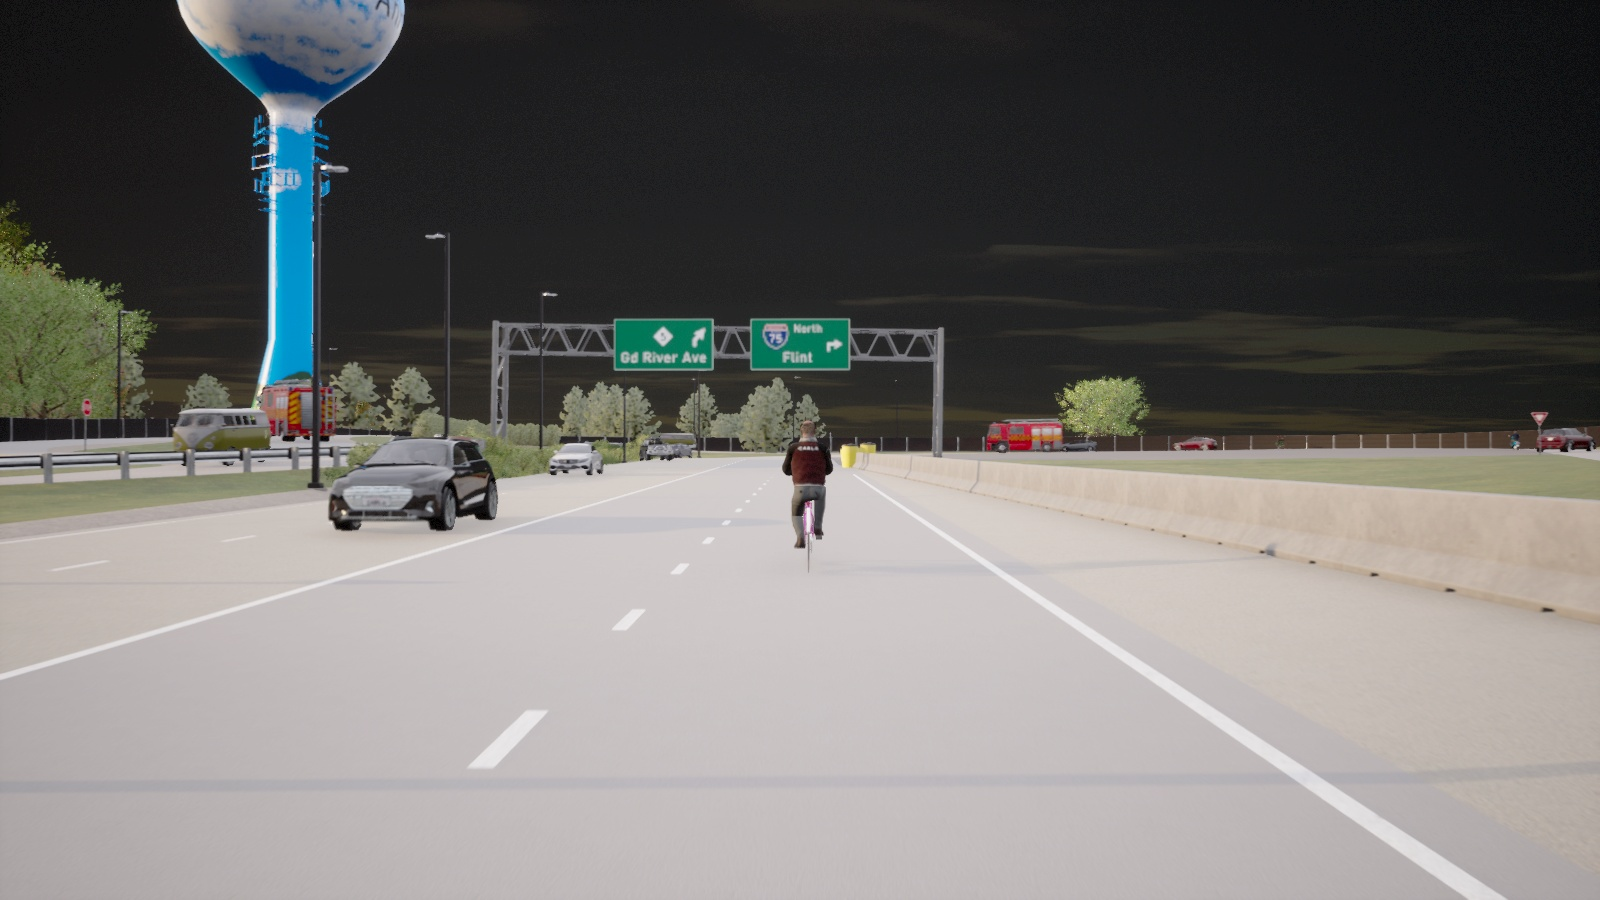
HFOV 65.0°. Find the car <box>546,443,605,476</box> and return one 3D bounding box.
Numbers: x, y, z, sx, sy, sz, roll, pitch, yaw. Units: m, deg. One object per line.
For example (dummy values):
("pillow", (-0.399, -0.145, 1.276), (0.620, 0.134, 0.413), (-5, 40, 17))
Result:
("car", (-10.162, 0.403, 57.213), (1.812, 1.442, 4.674), (0, 0, 0))

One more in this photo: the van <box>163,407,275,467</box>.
("van", (-20.374, -0.502, 44.235), (1.775, 1.987, 4.442), (0, 2, 1))

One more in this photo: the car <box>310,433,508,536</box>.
("car", (-6.857, 0.541, 22.628), (2.033, 1.649, 4.856), (0, 0, 0))

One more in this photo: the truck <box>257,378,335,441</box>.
("truck", (-32.215, -2.557, 80.075), (2.891, 3.827, 8.468), (0, 2, -34))

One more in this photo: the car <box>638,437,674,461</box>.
("car", (-11.172, -0.084, 97.236), (1.932, 1.855, 4.605), (0, 0, -17))

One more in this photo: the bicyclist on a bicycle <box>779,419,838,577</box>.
("bicyclist on a bicycle", (0.101, 0.533, 15.079), (0.659, 1.776, 1.843), (0, 1, 0))
